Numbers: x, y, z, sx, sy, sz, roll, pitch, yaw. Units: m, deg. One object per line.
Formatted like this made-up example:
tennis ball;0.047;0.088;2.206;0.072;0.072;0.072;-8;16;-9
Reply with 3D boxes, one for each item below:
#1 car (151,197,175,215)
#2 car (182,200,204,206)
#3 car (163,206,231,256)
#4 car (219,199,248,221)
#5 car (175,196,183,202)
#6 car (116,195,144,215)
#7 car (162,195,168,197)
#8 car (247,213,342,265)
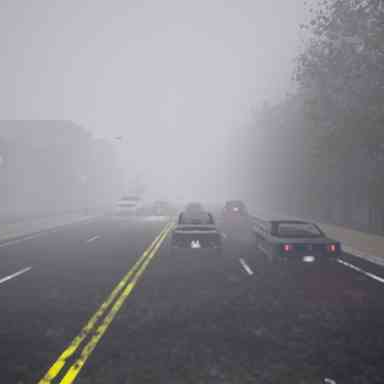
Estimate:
car;-3.238;1.592;35.244;2.128;1.511;4.902;0;0;0
car;0.184;1.613;29.481;1.812;1.442;4.674;0;0;0
car;0.131;1.531;13.227;2.128;1.511;4.902;0;0;0
car;3.428;1.439;28.220;2.097;1.767;4.553;0;0;0
car;-3.013;1.598;76.819;1.812;1.442;4.674;0;0;0
car;-6.488;1.322;35.354;2.150;2.045;5.566;0;-1;0
car;-6.263;1.571;76.829;1.837;1.490;4.892;0;0;0
car;3.376;1.640;11.777;1.895;1.301;4.718;0;0;0
